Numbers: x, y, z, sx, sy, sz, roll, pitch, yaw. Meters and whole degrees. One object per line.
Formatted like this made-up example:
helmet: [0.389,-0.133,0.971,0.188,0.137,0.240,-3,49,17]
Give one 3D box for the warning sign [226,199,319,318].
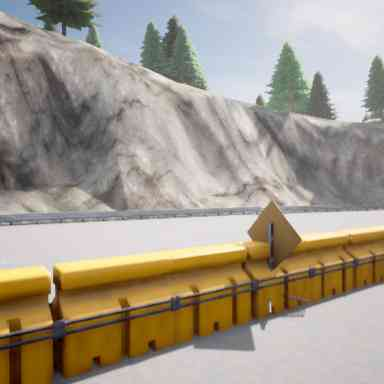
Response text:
warning sign: [1.461,1.087,6.162,1.060,1.860,1.300,0,0,-34]
